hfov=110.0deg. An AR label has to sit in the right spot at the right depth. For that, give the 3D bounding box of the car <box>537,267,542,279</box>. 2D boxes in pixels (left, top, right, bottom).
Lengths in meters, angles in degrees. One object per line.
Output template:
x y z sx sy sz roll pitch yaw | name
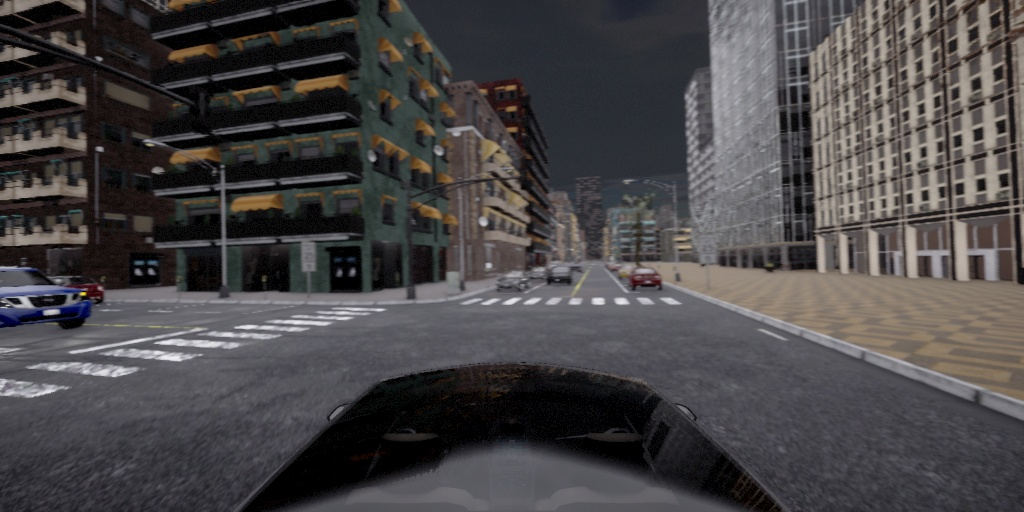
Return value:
2.658 1.727 35.330 2.007 1.370 4.403 0 0 13 | car

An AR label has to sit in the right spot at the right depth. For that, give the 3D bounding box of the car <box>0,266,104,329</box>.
-16.106 1.337 11.046 5.566 2.045 2.150 -1 -1 13 | car

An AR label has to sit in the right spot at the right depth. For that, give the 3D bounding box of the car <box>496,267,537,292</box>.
0.150 1.635 24.553 2.007 1.370 4.403 0 0 13 | car

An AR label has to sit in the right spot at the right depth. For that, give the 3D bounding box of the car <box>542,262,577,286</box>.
3.950 1.534 29.133 1.882 1.535 5.008 -2 -1 13 | car

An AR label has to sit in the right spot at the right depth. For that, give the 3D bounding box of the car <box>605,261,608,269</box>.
17.126 1.678 60.540 1.751 1.417 4.829 0 0 13 | car

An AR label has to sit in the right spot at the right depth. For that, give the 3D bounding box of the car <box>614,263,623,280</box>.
10.855 1.439 33.599 1.751 1.417 4.829 0 0 13 | car

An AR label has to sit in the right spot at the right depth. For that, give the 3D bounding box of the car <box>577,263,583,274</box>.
9.222 1.741 51.776 2.033 1.411 5.357 -2 -1 13 | car

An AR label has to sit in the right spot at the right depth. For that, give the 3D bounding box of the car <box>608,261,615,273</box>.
14.579 1.638 49.597 1.802 1.307 4.207 0 0 13 | car

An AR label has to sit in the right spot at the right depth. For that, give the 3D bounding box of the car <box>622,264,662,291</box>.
8.308 1.366 22.656 1.888 1.381 4.507 0 0 13 | car
